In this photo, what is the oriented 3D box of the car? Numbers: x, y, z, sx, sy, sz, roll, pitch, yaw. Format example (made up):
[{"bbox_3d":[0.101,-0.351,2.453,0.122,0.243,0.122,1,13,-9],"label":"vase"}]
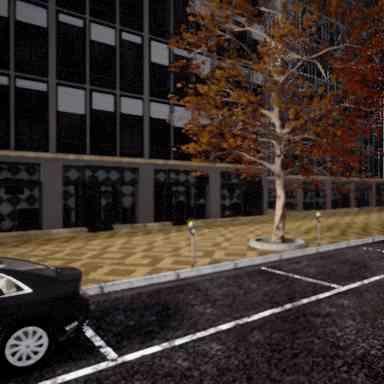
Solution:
[{"bbox_3d":[-3.520,1.555,4.045,4.403,1.369,2.008,-1,1,-35],"label":"car"}]
